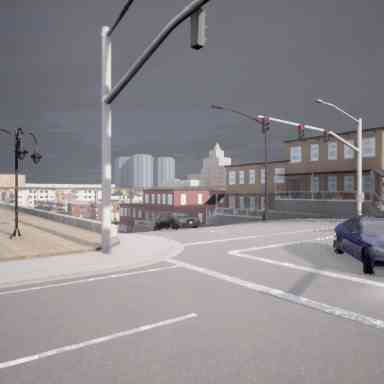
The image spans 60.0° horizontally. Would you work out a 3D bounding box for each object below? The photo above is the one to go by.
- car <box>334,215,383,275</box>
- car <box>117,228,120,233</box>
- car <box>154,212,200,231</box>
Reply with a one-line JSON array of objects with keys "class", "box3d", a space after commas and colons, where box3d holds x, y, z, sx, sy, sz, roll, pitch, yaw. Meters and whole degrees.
[{"class": "car", "box3d": [5.849, 1.501, 10.446, 1.812, 1.442, 4.674, 1, 0, 9]}, {"class": "car", "box3d": [-10.147, 4.748, 37.919, 2.150, 2.045, 5.566, 0, -12, -36]}, {"class": "car", "box3d": [-1.251, 2.255, 25.829, 1.994, 1.385, 4.181, 0, -7, -36]}]
